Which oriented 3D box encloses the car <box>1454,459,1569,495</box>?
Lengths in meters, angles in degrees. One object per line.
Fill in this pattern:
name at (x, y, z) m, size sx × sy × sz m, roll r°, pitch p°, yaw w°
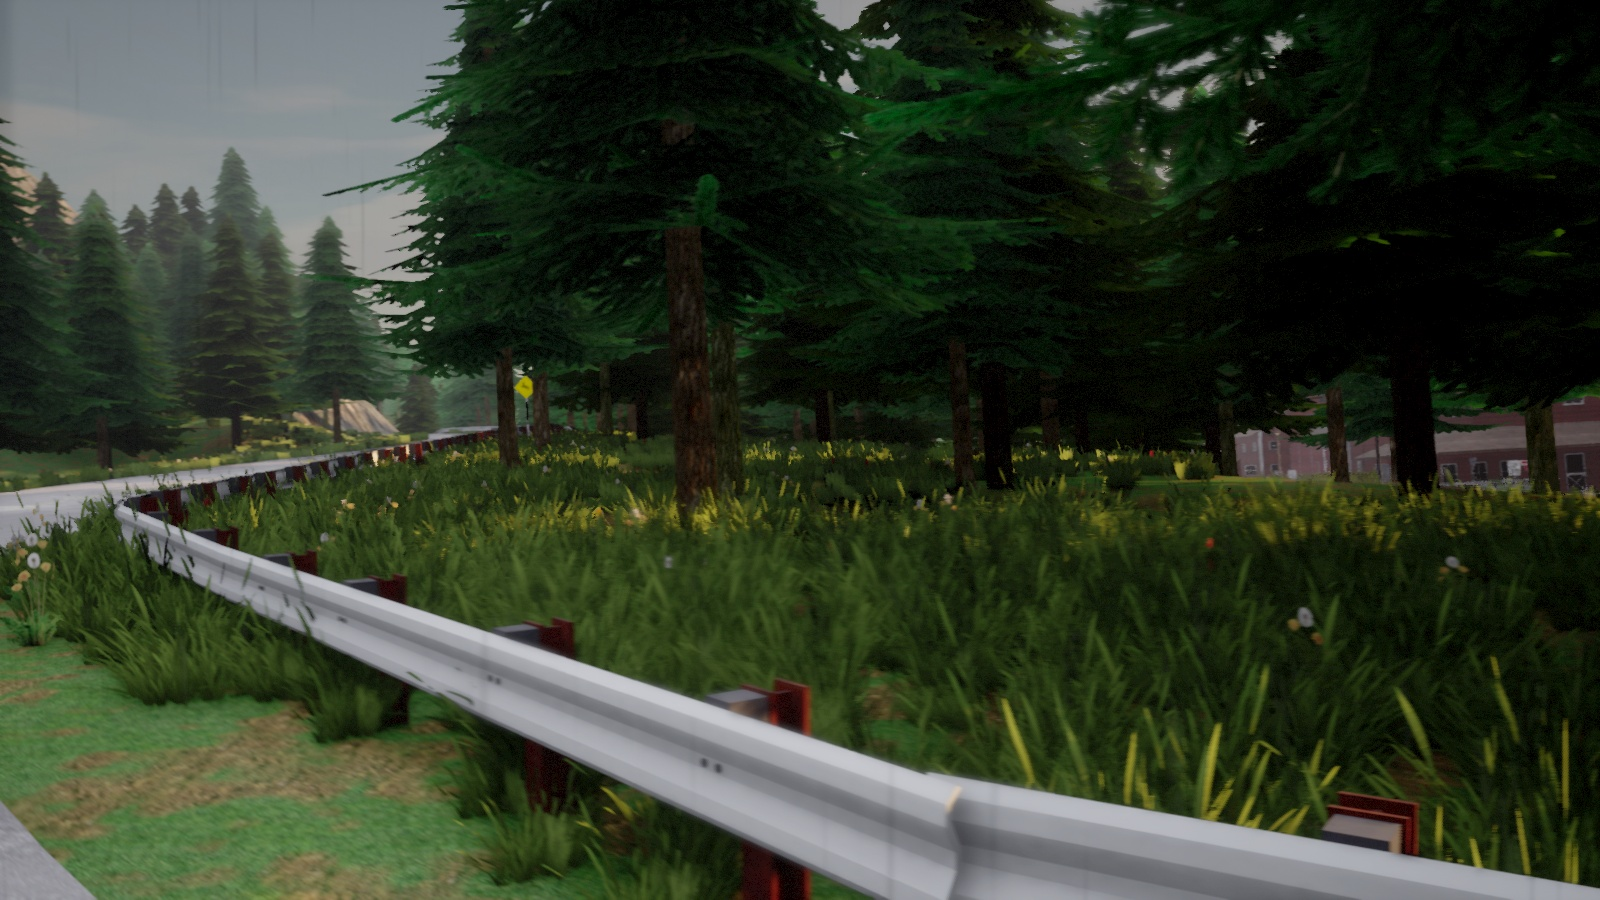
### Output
car at (38.756, 1.483, 68.546) m, size 4.902 × 1.511 × 2.128 m, roll -5°, pitch -2°, yaw 8°
